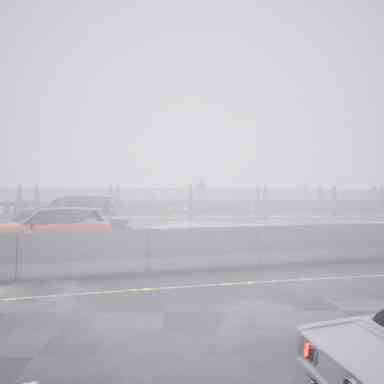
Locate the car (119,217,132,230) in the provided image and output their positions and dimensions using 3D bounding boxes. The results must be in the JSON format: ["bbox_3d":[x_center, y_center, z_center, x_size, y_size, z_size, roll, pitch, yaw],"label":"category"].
[{"bbox_3d":[-5.542,1.547,15.566,5.357,1.411,2.033,0,0,-15],"label":"car"}]

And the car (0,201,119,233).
[{"bbox_3d":[-5.083,1.352,11.988,4.553,1.767,2.097,0,0,-15],"label":"car"}]

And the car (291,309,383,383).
[{"bbox_3d":[3.511,1.601,3.112,4.718,1.301,1.895,0,0,-12],"label":"car"}]

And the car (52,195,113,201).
[{"bbox_3d":[-6.966,1.221,18.770,5.566,2.045,2.150,0,0,-15],"label":"car"}]
